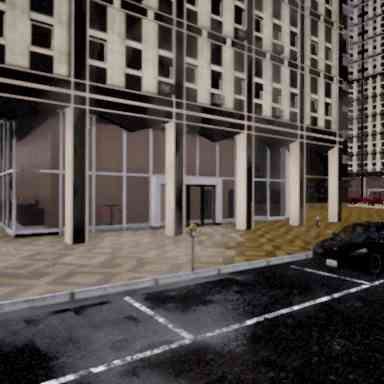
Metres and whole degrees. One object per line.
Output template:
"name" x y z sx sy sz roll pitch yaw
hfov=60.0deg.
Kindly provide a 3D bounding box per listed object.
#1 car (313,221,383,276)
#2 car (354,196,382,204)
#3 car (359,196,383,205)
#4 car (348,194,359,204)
"car" 5.714 1.639 10.637 4.313 1.339 1.947 0 0 -36
"car" 33.390 1.436 63.148 1.802 1.307 4.206 2 0 -36
"car" 29.862 1.497 53.685 1.802 1.307 4.206 2 0 -36
"car" 26.624 1.122 58.216 2.192 1.841 5.009 2 0 -36
